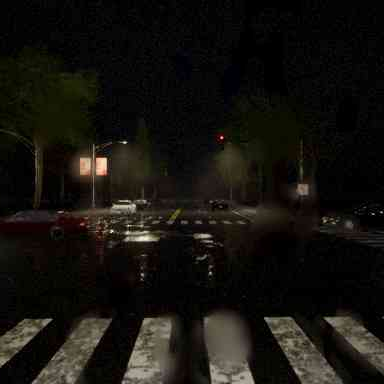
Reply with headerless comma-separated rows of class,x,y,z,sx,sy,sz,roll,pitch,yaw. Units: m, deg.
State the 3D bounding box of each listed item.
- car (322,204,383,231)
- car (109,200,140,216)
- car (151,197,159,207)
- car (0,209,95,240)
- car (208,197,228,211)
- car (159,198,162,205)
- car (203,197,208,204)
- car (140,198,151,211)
car,10.302,1.473,19.759,4.892,1.490,1.837,0,0,-1
car,-6.616,1.553,32.404,1.812,1.442,4.674,0,0,0
car,-6.629,1.618,51.592,1.812,1.442,4.674,0,0,0
car,-7.599,1.559,16.374,5.357,1.411,2.033,0,0,0
car,3.288,1.524,40.743,1.882,1.535,5.008,0,0,0
car,-6.603,1.685,61.450,2.033,1.411,5.357,0,0,1
car,3.296,1.689,66.787,1.812,1.442,4.674,0,0,0
car,-6.622,1.650,41.415,1.895,1.301,4.718,0,0,0
